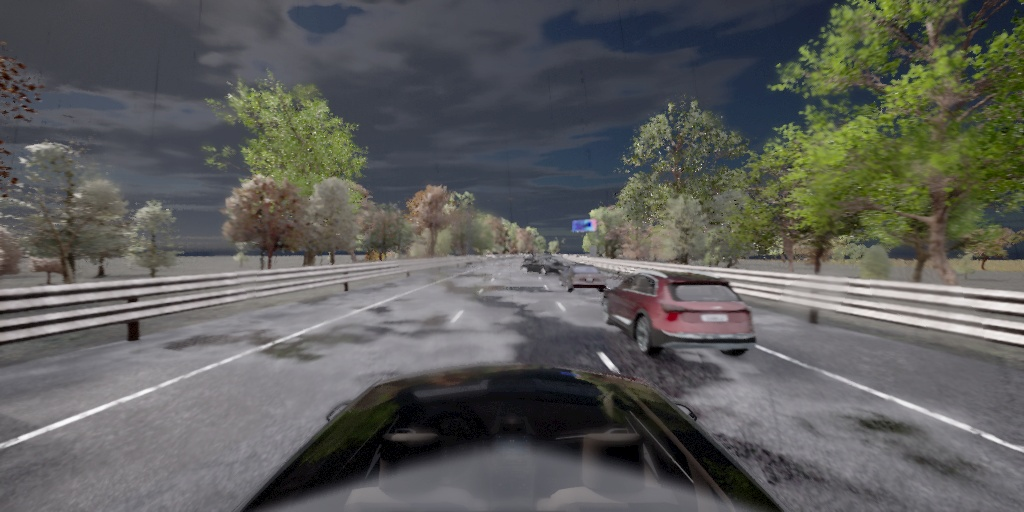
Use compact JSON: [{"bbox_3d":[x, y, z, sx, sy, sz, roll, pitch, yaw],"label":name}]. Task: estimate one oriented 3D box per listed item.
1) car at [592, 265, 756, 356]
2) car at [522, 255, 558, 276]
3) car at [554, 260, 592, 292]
[{"bbox_3d":[3.519,1.115,8.456,2.033,1.649,4.856,0,1,0],"label":"car"},{"bbox_3d":[2.691,0.927,32.044,1.837,1.490,4.892,0,1,-31],"label":"car"},{"bbox_3d":[3.682,1.109,19.332,2.033,1.411,5.357,0,1,1],"label":"car"}]
